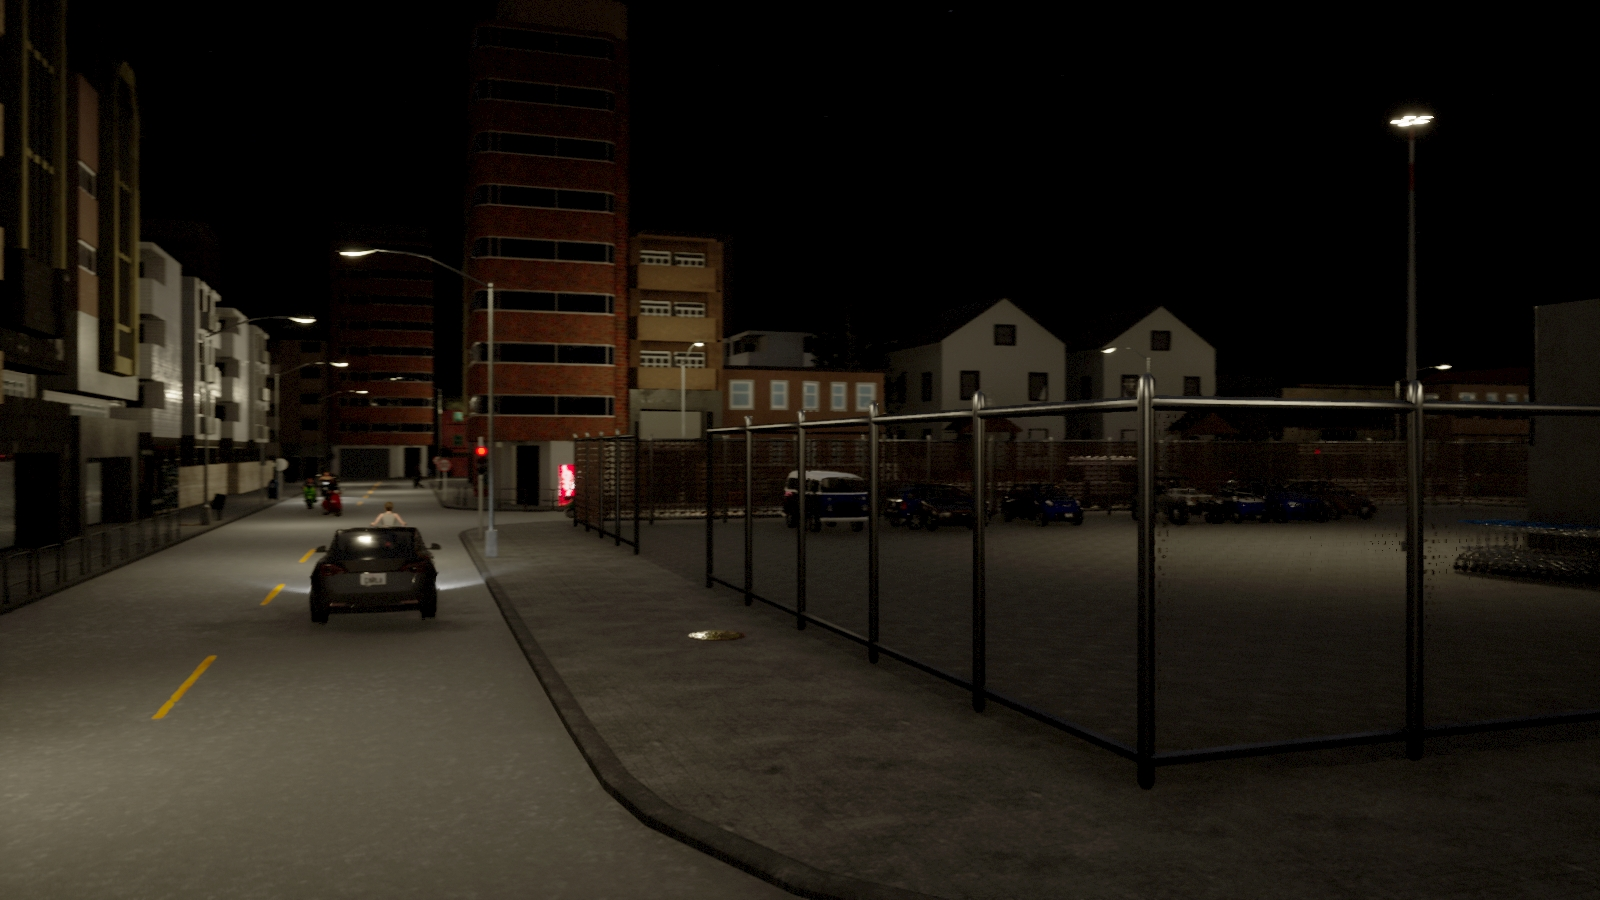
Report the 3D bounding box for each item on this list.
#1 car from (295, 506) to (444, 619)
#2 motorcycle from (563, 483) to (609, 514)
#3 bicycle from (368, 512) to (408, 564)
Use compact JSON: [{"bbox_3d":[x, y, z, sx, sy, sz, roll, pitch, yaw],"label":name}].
[{"bbox_3d":[-7.455,1.850,20.103,2.163,1.488,4.792,0,0,-18],"label":"car"},{"bbox_3d":[-8.781,1.980,46.928,1.805,1.236,0.856,0,-1,-15],"label":"motorcycle"},{"bbox_3d":[-9.639,2.045,26.782,0.859,1.080,1.487,0,0,-19],"label":"bicycle"}]
